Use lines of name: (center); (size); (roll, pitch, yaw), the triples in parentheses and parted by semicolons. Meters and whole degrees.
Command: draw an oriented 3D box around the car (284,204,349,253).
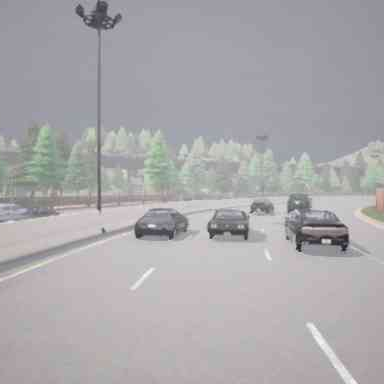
car: (4.979, 1.469, 13.765); (2.128, 1.511, 4.902); (0, 0, 9)

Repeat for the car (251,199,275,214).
car: (7.252, 1.437, 34.010); (1.837, 1.490, 4.892); (0, 0, 22)

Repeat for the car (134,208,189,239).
car: (-1.460, 1.515, 17.207); (1.994, 1.385, 4.181); (0, 0, 11)

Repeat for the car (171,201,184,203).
car: (-1.748, 1.205, 55.285); (2.097, 1.767, 4.553); (0, 0, 31)

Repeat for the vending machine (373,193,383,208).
vending machine: (26.281, 1.147, 46.941); (1.100, 2.100, 0.880); (0, 0, 36)

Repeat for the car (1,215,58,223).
car: (-8.664, 1.494, 17.757); (1.994, 1.385, 4.181); (0, 0, 11)

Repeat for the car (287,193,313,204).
car: (11.241, 1.163, 34.565); (2.150, 2.045, 5.566); (0, 0, 23)

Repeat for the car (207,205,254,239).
car: (2.018, 1.562, 17.025); (1.895, 1.301, 4.718); (0, 0, 11)
